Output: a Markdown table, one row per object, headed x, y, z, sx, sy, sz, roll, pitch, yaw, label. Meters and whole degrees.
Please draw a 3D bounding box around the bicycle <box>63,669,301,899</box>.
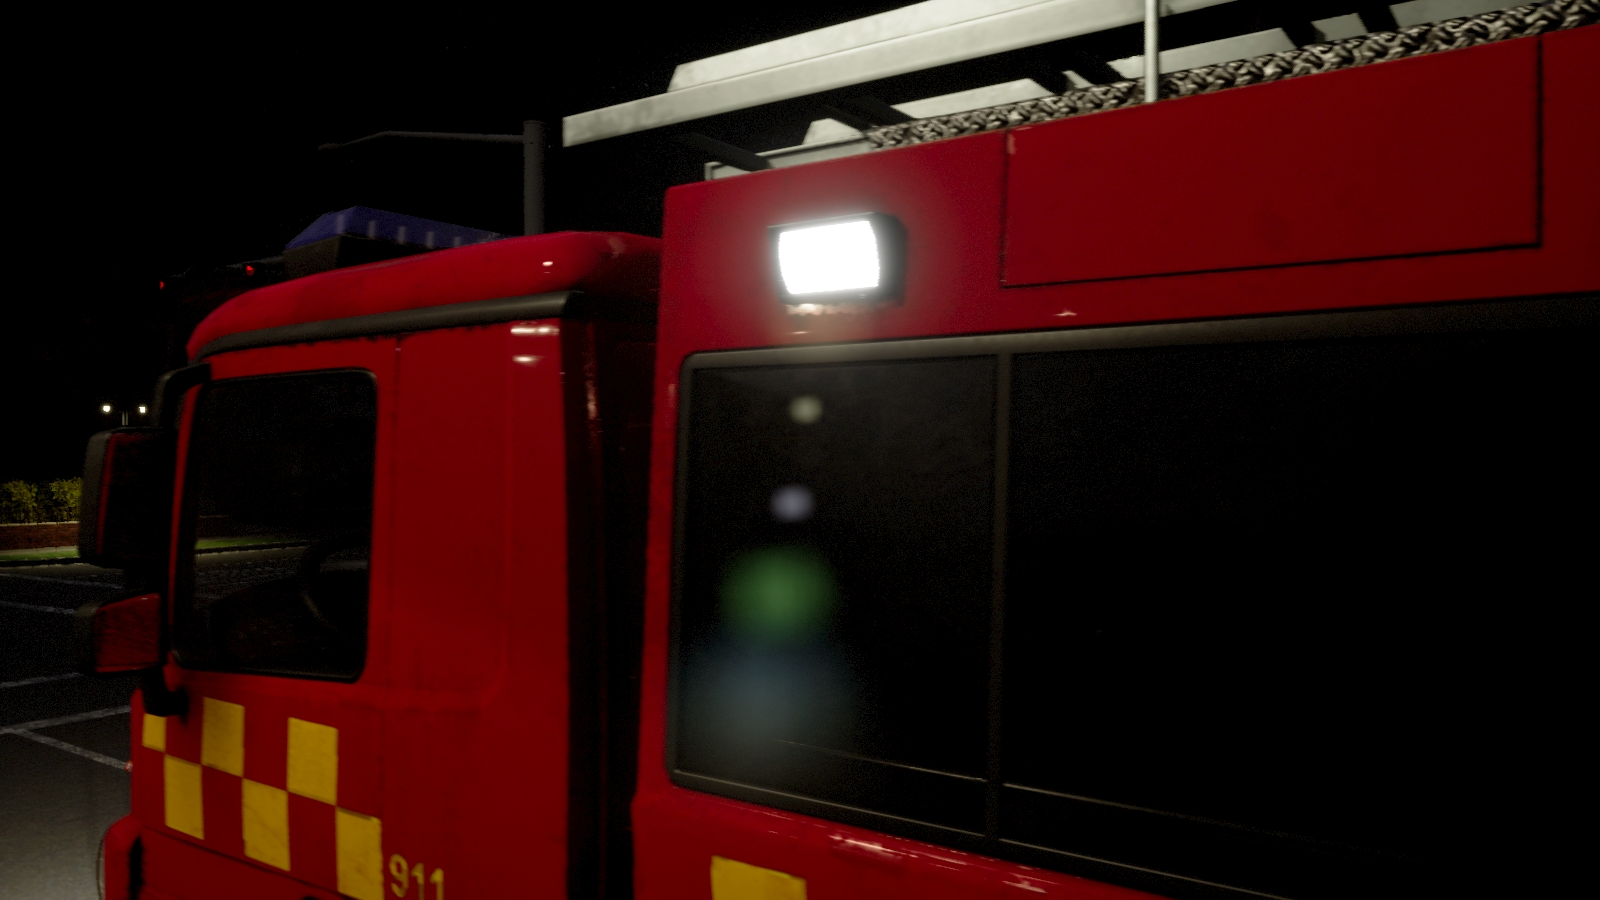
| x | y | z | sx | sy | sz | roll | pitch | yaw | label |
| --- | --- | --- | --- | --- | --- | --- | --- | --- | --- |
| -3.349 | 2.048 | 6.113 | 1.835 | 1.496 | 0.329 | 0 | 0 | 35 | bicycle |
